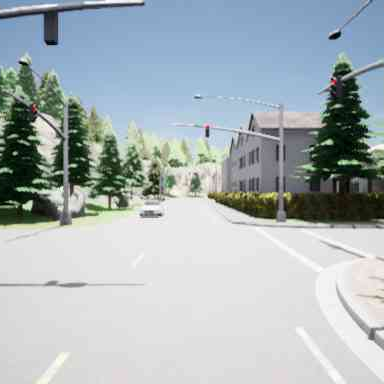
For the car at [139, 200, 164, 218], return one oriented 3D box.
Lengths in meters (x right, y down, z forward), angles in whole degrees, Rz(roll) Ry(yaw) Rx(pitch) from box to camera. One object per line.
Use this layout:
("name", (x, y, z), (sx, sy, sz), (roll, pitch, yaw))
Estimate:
("car", (-3.504, 1.451, 29.627), (1.812, 1.442, 4.674), (0, 0, 0))
